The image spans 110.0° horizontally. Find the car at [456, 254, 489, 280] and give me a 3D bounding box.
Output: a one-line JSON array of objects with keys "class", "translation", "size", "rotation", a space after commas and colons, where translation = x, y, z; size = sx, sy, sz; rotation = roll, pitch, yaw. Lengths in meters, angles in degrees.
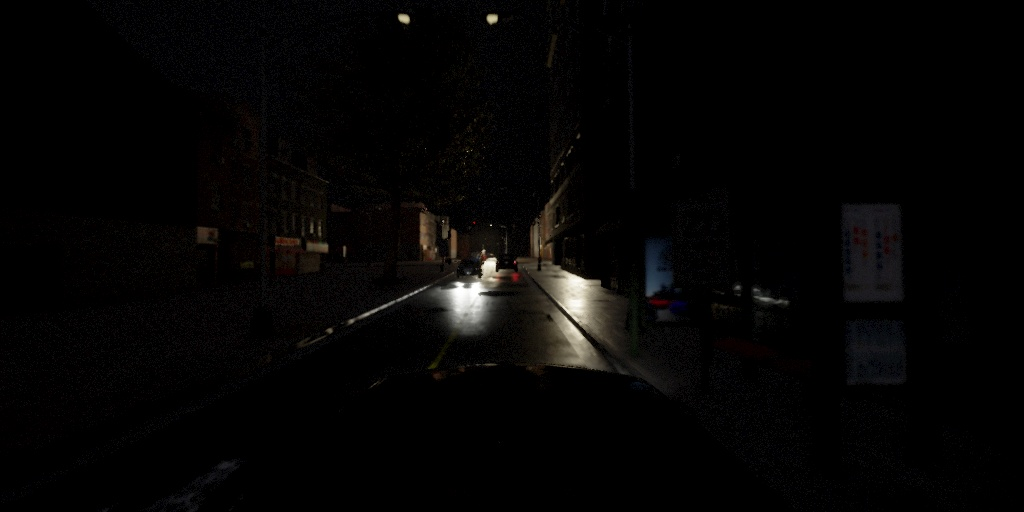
[{"class": "car", "translation": [-3.187, 0.881, 28.007], "size": [2.128, 1.511, 4.902], "rotation": [-1, 1, -1]}]

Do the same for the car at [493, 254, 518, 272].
[{"class": "car", "translation": [-0.519, 0.560, 35.047], "size": [2.097, 1.767, 4.553], "rotation": [-1, 2, -1]}]

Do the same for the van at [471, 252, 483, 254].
[{"class": "van", "translation": [-6.477, 0.172, 62.790], "size": [1.690, 1.789, 3.998], "rotation": [0, 0, -1]}]
